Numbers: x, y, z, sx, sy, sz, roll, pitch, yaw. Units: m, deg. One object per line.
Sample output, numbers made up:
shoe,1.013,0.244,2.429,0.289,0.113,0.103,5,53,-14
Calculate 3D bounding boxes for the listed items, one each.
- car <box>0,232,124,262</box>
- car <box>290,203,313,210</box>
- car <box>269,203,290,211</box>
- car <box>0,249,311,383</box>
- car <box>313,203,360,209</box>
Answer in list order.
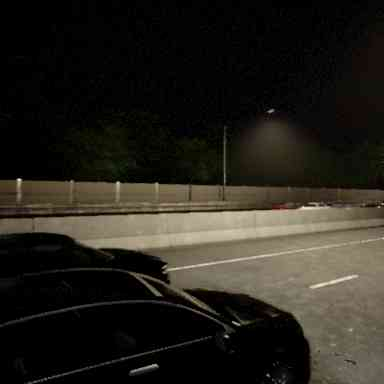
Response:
car,-2.753,1.490,6.081,5.008,1.535,1.882,1,0,-36
car,12.664,1.846,34.517,4.674,1.442,1.812,1,0,-35
car,10.914,1.925,37.568,4.718,1.301,1.895,1,0,-35
car,-0.893,1.515,3.109,4.892,1.490,1.837,1,0,-35
car,14.005,1.803,31.176,4.902,1.511,2.128,1,0,-35
